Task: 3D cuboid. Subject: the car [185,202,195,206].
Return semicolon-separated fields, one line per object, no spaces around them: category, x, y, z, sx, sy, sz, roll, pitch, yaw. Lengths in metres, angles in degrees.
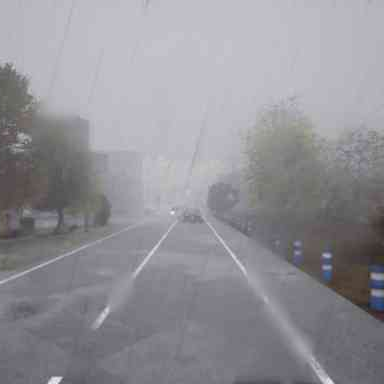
car;0.003;3.196;63.269;1.812;1.442;4.674;0;-2;0

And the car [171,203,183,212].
car;-3.353;3.423;69.599;1.895;1.301;4.718;0;-2;0

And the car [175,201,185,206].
car;-3.614;3.384;85.417;2.150;2.045;5.566;0;0;-3

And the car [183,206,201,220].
car;0.046;2.561;38.416;1.895;1.301;4.718;0;-2;0
